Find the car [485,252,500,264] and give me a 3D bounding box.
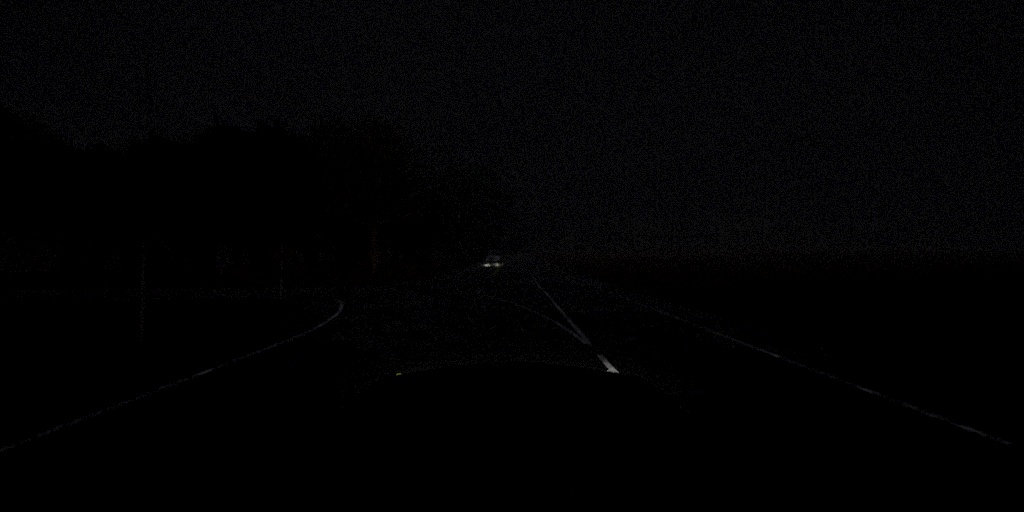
[{"bbox_3d":[-3.384,0.313,63.464,2.150,2.045,5.566,0,1,3],"label":"car"}]
